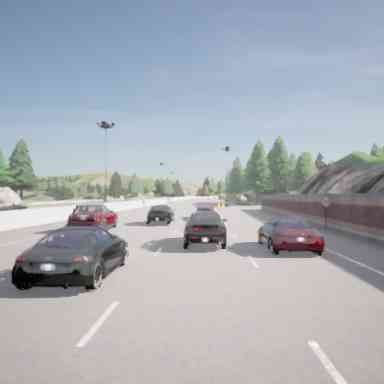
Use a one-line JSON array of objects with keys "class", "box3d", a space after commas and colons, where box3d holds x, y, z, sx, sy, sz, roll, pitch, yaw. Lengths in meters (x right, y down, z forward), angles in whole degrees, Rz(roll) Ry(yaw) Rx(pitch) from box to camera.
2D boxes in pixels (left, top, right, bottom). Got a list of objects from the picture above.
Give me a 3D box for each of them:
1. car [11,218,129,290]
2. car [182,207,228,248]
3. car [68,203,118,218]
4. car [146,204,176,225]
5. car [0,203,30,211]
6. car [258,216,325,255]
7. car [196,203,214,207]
[{"class": "car", "box3d": [-3.111, 1.645, 9.329, 1.994, 1.385, 4.181, 0, -1, 2]}, {"class": "car", "box3d": [0.609, 1.668, 15.605, 1.837, 1.490, 4.892, 0, -1, 2]}, {"class": "car", "box3d": [-6.181, 1.540, 21.231, 2.097, 1.767, 4.553, 0, -1, 2]}, {"class": "car", "box3d": [-2.463, 1.768, 26.871, 1.837, 1.490, 4.892, 0, -1, 2]}, {"class": "car", "box3d": [-19.693, 1.891, 36.739, 1.994, 1.385, 4.181, 0, -1, 2]}, {"class": "car", "box3d": [4.063, 1.730, 14.215, 1.994, 1.385, 4.181, 0, -1, 2]}, {"class": "car", "box3d": [1.311, 1.879, 33.877, 1.812, 1.442, 4.674, 0, -1, 2]}]
